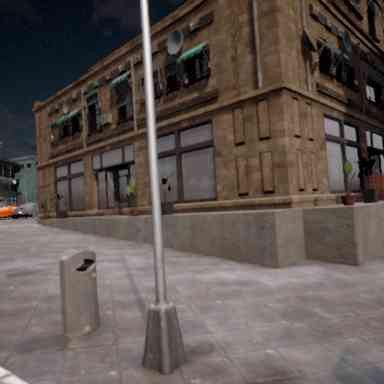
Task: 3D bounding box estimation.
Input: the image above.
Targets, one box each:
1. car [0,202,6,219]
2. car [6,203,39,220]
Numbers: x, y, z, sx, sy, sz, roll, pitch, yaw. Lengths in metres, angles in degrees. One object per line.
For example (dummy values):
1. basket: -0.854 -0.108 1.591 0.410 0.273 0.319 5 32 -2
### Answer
1. car: -17.851 1.712 30.432 2.097 1.767 4.553 -4 1 5
2. car: -14.620 1.712 30.576 1.994 1.385 4.181 -4 0 3
